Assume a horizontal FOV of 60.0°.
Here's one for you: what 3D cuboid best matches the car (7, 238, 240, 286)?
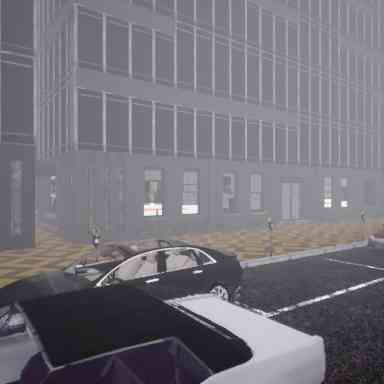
[{"bbox_3d":[-1.031,1.551,5.819,4.403,1.369,2.008,0,0,-35],"label":"car"}]

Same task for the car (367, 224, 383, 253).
[{"bbox_3d":[8.257,1.582,12.402,4.206,1.307,1.802,0,0,-35],"label":"car"}]

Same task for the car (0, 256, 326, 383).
[{"bbox_3d":[-1.112,1.601,2.586,4.718,1.301,1.895,0,0,-35],"label":"car"}]
